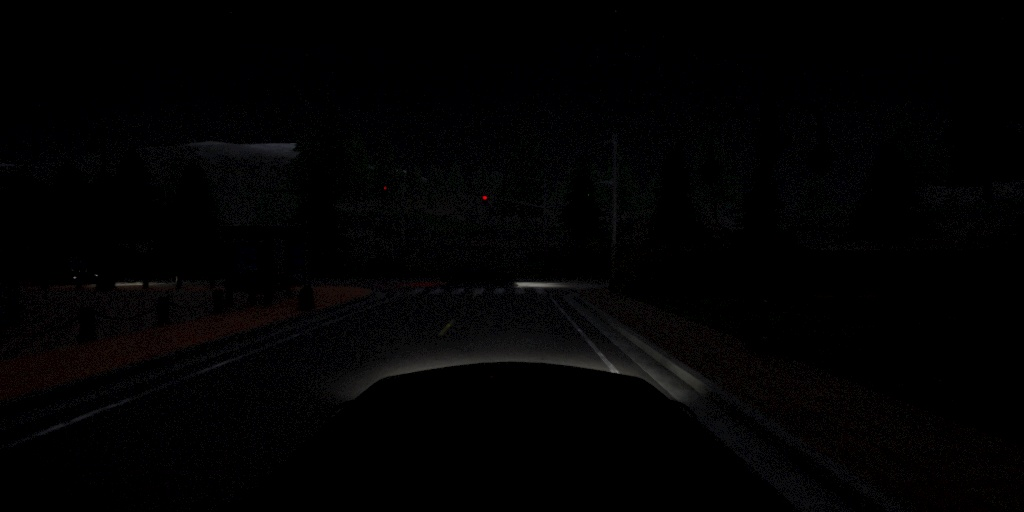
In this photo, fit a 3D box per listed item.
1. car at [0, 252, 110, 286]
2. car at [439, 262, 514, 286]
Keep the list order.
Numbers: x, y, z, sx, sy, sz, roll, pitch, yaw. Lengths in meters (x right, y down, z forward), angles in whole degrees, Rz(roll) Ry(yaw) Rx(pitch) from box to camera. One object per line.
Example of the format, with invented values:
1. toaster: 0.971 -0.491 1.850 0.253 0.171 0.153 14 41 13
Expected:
1. car: -29.381 0.796 22.986 5.566 2.045 2.150 2 1 0
2. car: -2.232 1.093 22.818 4.674 1.442 1.812 0 0 0
